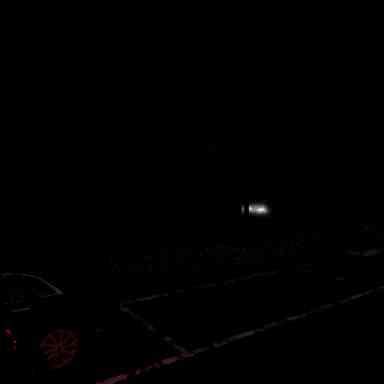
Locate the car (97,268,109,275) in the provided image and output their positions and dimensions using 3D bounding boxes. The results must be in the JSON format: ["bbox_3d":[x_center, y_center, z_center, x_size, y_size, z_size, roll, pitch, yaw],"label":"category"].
[{"bbox_3d":[-3.108,1.551,3.976,4.403,1.369,2.008,0,0,-35],"label":"car"}]

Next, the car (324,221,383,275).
[{"bbox_3d":[5.893,1.582,10.365,4.206,1.307,1.802,0,0,-35],"label":"car"}]

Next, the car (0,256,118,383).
[{"bbox_3d":[-2.755,1.352,1.111,4.553,1.767,2.097,0,0,-35],"label":"car"}]
